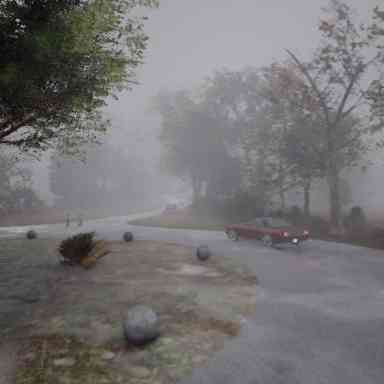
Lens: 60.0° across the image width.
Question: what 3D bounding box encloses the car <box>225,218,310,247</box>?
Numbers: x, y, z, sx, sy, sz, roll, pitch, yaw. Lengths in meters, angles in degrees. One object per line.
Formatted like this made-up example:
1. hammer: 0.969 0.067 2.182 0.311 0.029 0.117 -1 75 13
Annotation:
1. car: 3.709 2.006 17.336 1.895 1.301 4.718 0 -2 -28

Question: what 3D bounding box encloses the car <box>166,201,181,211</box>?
1. car: -4.272 3.187 69.507 2.128 1.511 4.902 -1 -1 6

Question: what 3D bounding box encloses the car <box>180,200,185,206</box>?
1. car: -2.896 3.089 93.350 1.837 1.490 4.892 0 2 0
